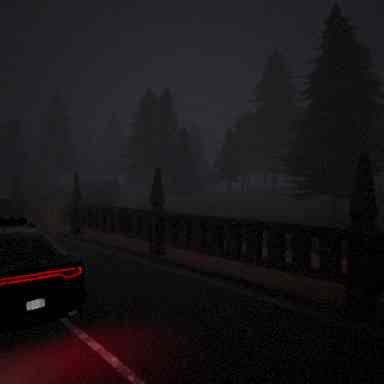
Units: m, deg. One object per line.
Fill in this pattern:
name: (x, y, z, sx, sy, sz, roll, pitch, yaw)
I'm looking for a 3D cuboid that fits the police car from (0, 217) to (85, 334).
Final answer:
police car: (-3.930, 1.328, 6.554, 1.930, 1.638, 5.238, 0, 1, -43)
